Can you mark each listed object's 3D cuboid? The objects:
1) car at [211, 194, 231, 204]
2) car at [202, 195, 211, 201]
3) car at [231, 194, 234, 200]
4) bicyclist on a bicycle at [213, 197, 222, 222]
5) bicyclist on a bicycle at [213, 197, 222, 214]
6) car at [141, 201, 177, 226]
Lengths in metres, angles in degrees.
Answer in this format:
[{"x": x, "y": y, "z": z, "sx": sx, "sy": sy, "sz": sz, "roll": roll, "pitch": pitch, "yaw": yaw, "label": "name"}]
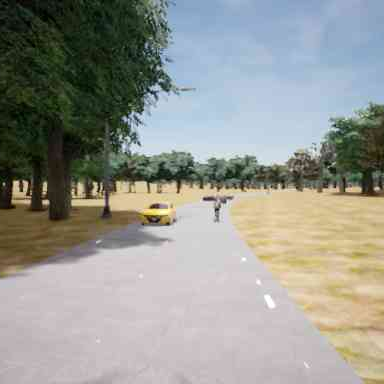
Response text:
[{"x": 4.983, "y": 1.143, "z": 56.567, "sx": 2.128, "sy": 1.511, "sz": 4.902, "roll": 0, "pitch": 1, "yaw": 10, "label": "car"}, {"x": 3.150, "y": 1.143, "z": 64.058, "sx": 1.895, "sy": 1.301, "sz": 4.718, "roll": 1, "pitch": 1, "yaw": 11, "label": "car"}, {"x": 8.261, "y": 1.038, "z": 73.940, "sx": 1.895, "sy": 1.301, "sz": 4.718, "roll": 1, "pitch": 1, "yaw": 13, "label": "car"}, {"x": 1.851, "y": 1.384, "z": 25.028, "sx": 0.582, "sy": 1.620, "sz": 1.656, "roll": 0, "pitch": 0, "yaw": 4, "label": "bicyclist on a bicycle"}, {"x": 2.559, "y": 1.322, "z": 32.979, "sx": 0.866, "sy": 1.612, "sz": 1.509, "roll": 0, "pitch": 0, "yaw": 5, "label": "bicyclist on a bicycle"}, {"x": -2.198, "y": 1.403, "z": 23.123, "sx": 1.882, "sy": 1.535, "sz": 5.008, "roll": 0, "pitch": 0, "yaw": 4, "label": "car"}]
